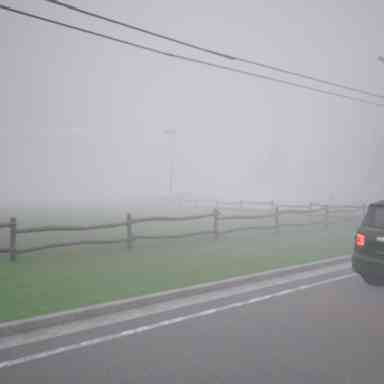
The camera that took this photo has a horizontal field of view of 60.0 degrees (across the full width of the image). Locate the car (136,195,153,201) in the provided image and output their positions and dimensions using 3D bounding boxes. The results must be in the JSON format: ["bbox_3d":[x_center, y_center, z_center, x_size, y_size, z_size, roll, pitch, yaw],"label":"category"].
[{"bbox_3d":[-10.720,1.348,73.356,1.895,1.301,4.718,0,0,-34],"label":"car"}]

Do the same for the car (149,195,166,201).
[{"bbox_3d":[-7.789,1.287,75.269,1.994,1.385,4.181,0,0,-34],"label":"car"}]

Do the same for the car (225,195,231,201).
[{"bbox_3d":[6.612,1.258,72.572,1.812,1.442,4.674,0,0,-34],"label":"car"}]

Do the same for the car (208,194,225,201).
[{"bbox_3d":[3.877,1.293,70.364,2.033,1.411,5.357,0,0,-34],"label":"car"}]

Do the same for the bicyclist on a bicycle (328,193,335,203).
[{"bbox_3d":[23.225,1.025,54.850,1.656,1.620,0.582,-1,0,-43],"label":"bicyclist on a bicycle"}]

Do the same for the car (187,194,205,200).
[{"bbox_3d":[0.956,1.151,81.080,1.882,1.535,5.008,0,0,-34],"label":"car"}]

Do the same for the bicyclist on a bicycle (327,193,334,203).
[{"bbox_3d":[23.092,1.023,55.399,0.582,1.620,1.656,0,0,44],"label":"bicyclist on a bicycle"}]

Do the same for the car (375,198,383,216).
[{"bbox_3d":[18.124,1.337,27.948,1.837,1.490,4.892,1,0,-18],"label":"car"}]

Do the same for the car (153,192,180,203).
[{"bbox_3d":[-5.099,1.300,64.900,2.128,1.511,4.902,0,0,-34],"label":"car"}]

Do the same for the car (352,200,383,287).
[{"bbox_3d":[6.102,1.170,7.881,5.566,2.045,2.150,0,0,-34],"label":"car"}]

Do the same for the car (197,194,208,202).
[{"bbox_3d":[0.768,1.297,68.718,1.812,1.442,4.674,0,0,-34],"label":"car"}]

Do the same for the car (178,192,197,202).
[{"bbox_3d":[-2.036,1.012,66.612,2.150,2.045,5.566,0,0,-34],"label":"car"}]
